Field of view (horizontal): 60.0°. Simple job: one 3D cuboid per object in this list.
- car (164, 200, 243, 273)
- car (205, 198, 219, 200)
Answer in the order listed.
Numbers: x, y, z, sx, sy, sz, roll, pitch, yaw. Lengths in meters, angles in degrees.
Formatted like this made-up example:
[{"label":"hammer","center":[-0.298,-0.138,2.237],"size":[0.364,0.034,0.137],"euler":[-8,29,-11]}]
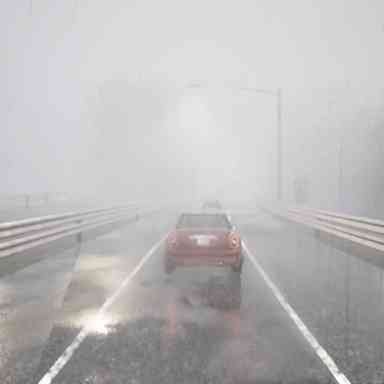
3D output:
[{"label":"car","center":[0.373,1.297,10.660],"size":[2.097,1.767,4.553],"euler":[0,0,2]},{"label":"car","center":[2.059,1.322,33.390],"size":[1.837,1.490,4.892],"euler":[0,1,6]}]
